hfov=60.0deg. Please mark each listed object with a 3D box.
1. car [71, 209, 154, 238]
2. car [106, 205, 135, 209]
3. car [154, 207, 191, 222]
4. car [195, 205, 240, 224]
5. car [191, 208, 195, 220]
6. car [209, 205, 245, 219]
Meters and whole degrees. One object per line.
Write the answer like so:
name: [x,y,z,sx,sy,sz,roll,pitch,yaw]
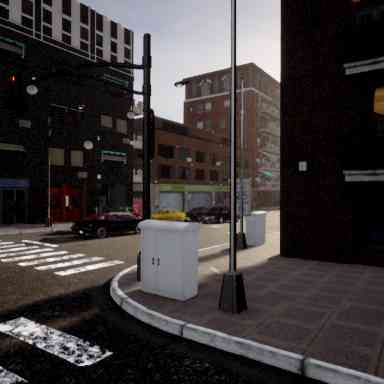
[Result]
car: [-4.699,1.881,19.684,1.895,1.301,4.718,0,-1,35]
car: [-5.449,1.758,23.162,1.967,1.590,4.097,-1,-2,35]
car: [-2.386,1.944,27.550,1.752,1.417,4.829,-1,-2,35]
car: [2.613,2.022,30.165,1.837,1.490,4.892,0,0,35]
car: [0.871,2.092,32.218,1.947,1.339,4.313,-1,-2,35]
car: [3.935,2.153,36.609,1.752,1.417,4.829,-1,-2,35]
